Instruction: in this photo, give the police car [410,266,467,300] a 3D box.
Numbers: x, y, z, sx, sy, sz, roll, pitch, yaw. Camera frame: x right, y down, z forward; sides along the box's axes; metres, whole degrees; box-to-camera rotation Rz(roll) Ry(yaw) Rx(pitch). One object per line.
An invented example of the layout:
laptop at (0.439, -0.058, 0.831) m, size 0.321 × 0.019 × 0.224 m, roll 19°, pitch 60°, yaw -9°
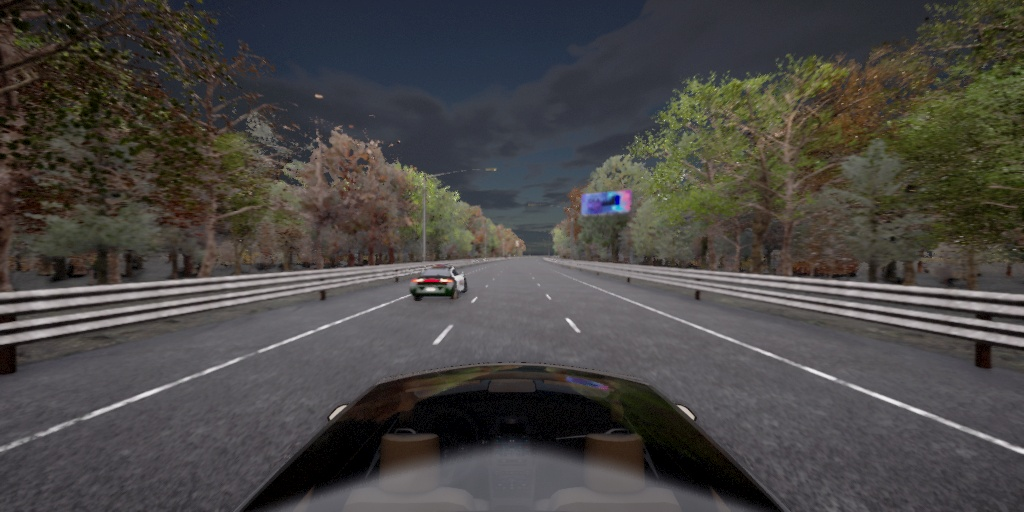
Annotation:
police car at (-3.442, 1.261, 17.766) m, size 2.038 × 1.542 × 4.974 m, roll 0°, pitch 0°, yaw 0°
